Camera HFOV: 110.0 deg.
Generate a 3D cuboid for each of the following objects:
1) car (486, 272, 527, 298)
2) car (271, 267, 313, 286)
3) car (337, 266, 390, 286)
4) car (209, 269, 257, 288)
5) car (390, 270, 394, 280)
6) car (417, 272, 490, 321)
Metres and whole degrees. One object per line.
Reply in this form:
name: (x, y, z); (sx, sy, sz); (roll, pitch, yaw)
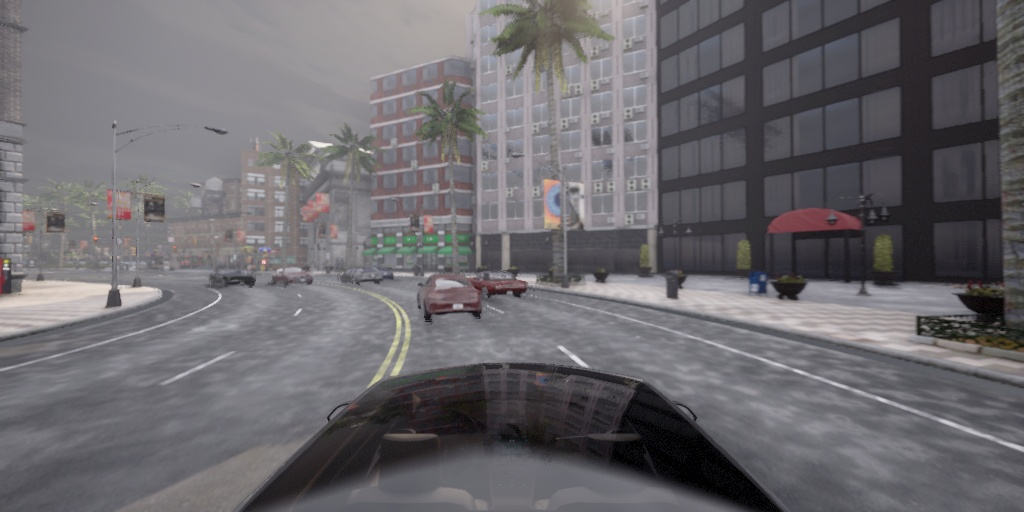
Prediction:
car: (-1.089, 1.464, 18.881); (1.895, 1.301, 4.718); (0, 0, -26)
car: (-17.482, 1.564, 28.431); (4.674, 1.442, 1.812); (-1, -1, 40)
car: (-12.128, 1.548, 28.545); (2.033, 1.411, 5.357); (0, -1, -44)
car: (-20.948, 1.654, 26.896); (4.718, 1.301, 1.895); (-1, 0, 38)
car: (-13.046, 1.605, 33.981); (4.181, 1.385, 1.994); (-1, -1, 41)
car: (-2.343, 1.361, 12.881); (1.812, 1.442, 4.674); (0, 0, -18)
